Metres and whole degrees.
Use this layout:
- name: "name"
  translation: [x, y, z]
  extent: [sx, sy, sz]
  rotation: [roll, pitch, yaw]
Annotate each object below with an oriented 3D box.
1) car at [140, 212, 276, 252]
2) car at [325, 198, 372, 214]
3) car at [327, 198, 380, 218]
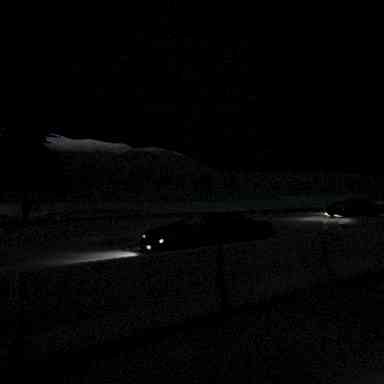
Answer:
- name: "car"
  translation: [0.782, 1.484, 12.766]
  extent: [5.357, 1.411, 2.033]
  rotation: [0, 0, -32]
- name: "car"
  translation: [15.382, 1.356, 32.634]
  extent: [4.181, 1.385, 1.994]
  rotation: [0, 0, -26]
- name: "car"
  translation: [13.496, 1.299, 27.803]
  extent: [5.008, 1.535, 1.882]
  rotation: [0, 0, -26]
